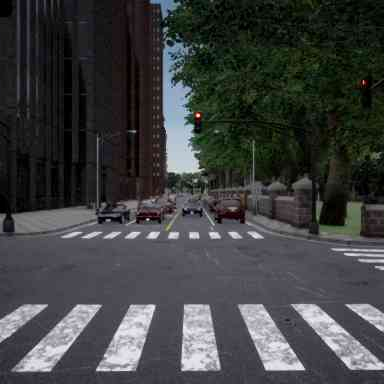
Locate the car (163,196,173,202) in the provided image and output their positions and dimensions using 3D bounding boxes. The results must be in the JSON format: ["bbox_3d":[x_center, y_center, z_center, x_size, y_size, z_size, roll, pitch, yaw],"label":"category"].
[{"bbox_3d":[-5.742,1.619,79.600,1.887,1.381,4.507,0,0,0],"label":"car"}]

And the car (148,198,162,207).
[{"bbox_3d":[-5.749,1.622,52.314,1.802,1.307,4.206,0,0,0],"label":"car"}]

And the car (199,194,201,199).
[{"bbox_3d":[2.778,1.486,57.775,1.967,1.590,4.097,0,0,0],"label":"car"}]

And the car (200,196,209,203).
[{"bbox_3d":[2.782,1.592,74.314,1.752,1.417,4.829,0,0,0],"label":"car"}]

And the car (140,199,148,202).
[{"bbox_3d":[-5.752,1.579,41.400,2.008,1.369,4.403,0,0,0],"label":"car"}]

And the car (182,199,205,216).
[{"bbox_3d":[0.059,1.620,33.101,1.895,1.301,4.718,0,0,1],"label":"car"}]

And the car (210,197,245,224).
[{"bbox_3d":[2.769,1.325,25.036,2.192,1.841,5.009,0,0,0],"label":"car"}]

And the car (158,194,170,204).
[{"bbox_3d":[-5.745,1.374,68.686,2.192,1.841,5.009,0,0,0],"label":"car"}]

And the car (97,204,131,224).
[{"bbox_3d":[-5.756,1.576,25.029,1.947,1.339,4.313,0,0,0],"label":"car"}]

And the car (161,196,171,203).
[{"bbox_3d":[-5.743,1.611,74.142,1.887,1.381,4.507,0,0,0],"label":"car"}]

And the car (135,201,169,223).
[{"bbox_3d":[-3.093,1.612,25.475,1.895,1.301,4.718,0,0,0],"label":"car"}]

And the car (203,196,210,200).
[{"bbox_3d":[2.773,1.579,41.405,2.008,1.369,4.403,0,0,0],"label":"car"}]

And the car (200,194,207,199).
[{"bbox_3d":[2.776,1.480,52.319,1.967,1.590,4.097,0,0,0],"label":"car"}]

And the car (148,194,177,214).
[{"bbox_3d":[-3.089,1.373,35.468,2.097,1.767,4.553,0,0,1],"label":"car"}]

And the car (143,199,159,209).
[{"bbox_3d":[-5.750,1.616,46.857,1.802,1.307,4.206,0,0,0],"label":"car"}]

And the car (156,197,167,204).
[{"bbox_3d":[-5.746,1.634,63.228,1.802,1.307,4.206,0,0,0],"label":"car"}]

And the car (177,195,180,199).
[{"bbox_3d":[-3.078,1.538,45.701,1.837,1.490,4.892,0,0,0],"label":"car"}]

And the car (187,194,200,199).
[{"bbox_3d":[0.116,1.544,62.130,2.128,1.511,4.902,0,0,0],"label":"car"}]

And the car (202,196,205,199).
[{"bbox_3d":[2.775,1.585,46.862,2.008,1.369,4.403,0,0,0],"label":"car"}]

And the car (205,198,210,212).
[{"bbox_3d":[2.772,1.588,35.949,1.947,1.339,4.313,0,0,0],"label":"car"}]

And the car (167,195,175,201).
[{"bbox_3d":[-5.739,1.533,90.514,1.967,1.590,4.097,0,0,0],"label":"car"}]
